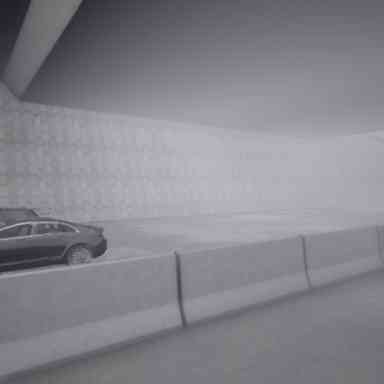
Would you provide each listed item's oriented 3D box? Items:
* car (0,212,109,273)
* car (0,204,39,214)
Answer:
[{"bbox_3d":[-4.787,1.480,9.172,4.902,1.511,2.128,-1,0,-35],"label":"car"},{"bbox_3d":[-7.383,1.348,11.622,4.553,1.767,2.097,-1,0,-35],"label":"car"}]
